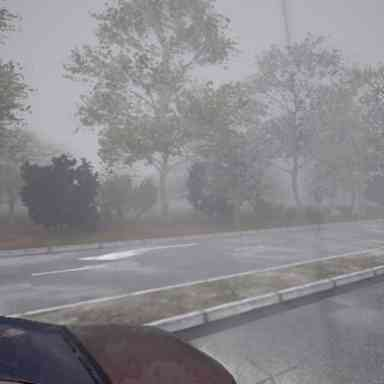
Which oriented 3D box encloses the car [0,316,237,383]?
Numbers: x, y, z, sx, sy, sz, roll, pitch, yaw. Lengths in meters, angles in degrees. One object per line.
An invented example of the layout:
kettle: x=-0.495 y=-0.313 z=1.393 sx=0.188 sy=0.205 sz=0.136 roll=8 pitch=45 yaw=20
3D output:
car: x=-1.535 y=1.562 z=2.038 sx=4.181 sy=1.385 sz=1.994 roll=1 pitch=0 yaw=-36
